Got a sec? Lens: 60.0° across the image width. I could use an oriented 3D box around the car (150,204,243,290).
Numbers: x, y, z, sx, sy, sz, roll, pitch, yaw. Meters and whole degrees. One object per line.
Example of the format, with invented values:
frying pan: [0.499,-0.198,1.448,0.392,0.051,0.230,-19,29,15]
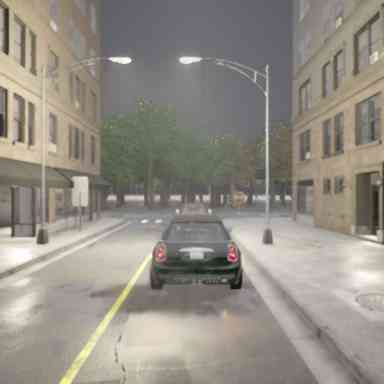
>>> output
car: [0.102,1.385,9.327,2.097,1.767,4.553,0,0,0]
